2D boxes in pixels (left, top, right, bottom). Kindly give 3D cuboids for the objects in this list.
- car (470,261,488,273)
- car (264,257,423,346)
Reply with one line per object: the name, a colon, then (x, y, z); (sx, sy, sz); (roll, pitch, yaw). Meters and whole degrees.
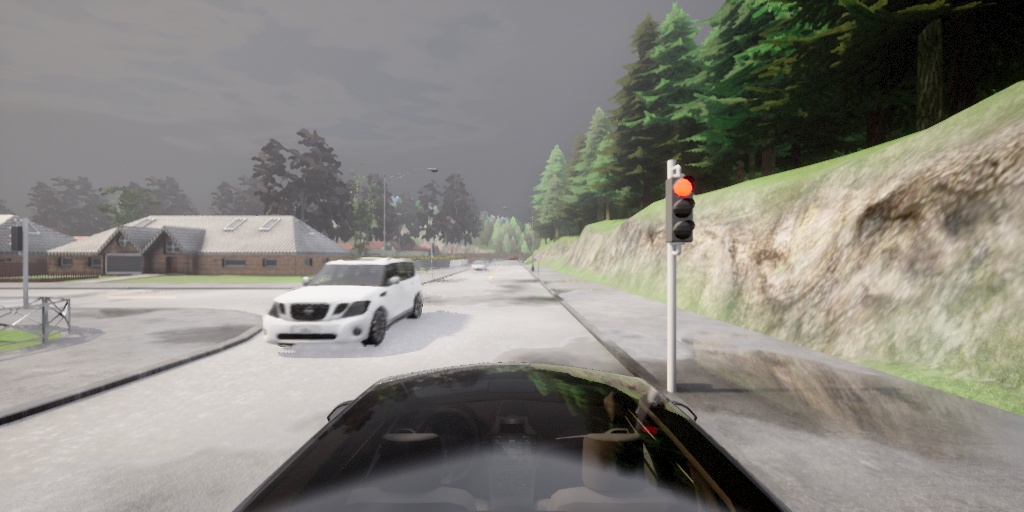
car: (-3.982, 1.296, 43.626); (1.812, 1.442, 4.674); (0, 1, 0)
car: (-3.999, 1.065, 9.714); (2.150, 2.045, 5.566); (0, 0, 0)
